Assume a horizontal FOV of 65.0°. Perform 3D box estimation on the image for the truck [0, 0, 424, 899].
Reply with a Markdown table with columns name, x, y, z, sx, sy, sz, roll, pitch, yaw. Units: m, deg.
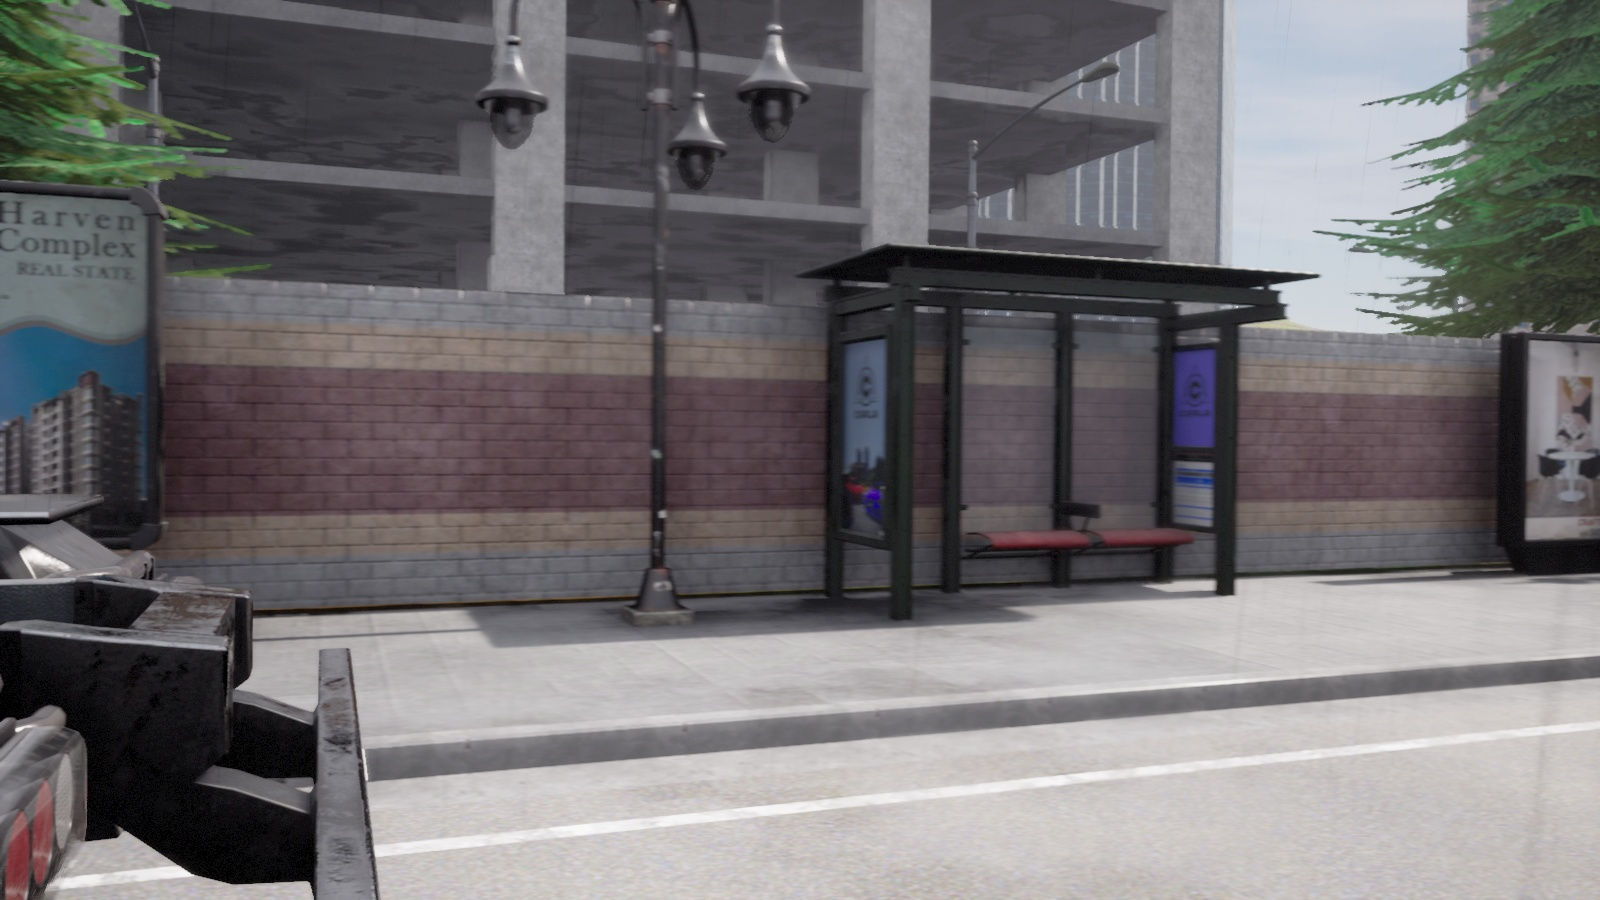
| name | x | y | z | sx | sy | sz | roll | pitch | yaw |
| --- | --- | --- | --- | --- | --- | --- | --- | --- | --- |
| truck | -4.684 | -0.157 | 1.449 | 7.936 | 3.462 | 2.891 | -1 | 1 | -21 |
